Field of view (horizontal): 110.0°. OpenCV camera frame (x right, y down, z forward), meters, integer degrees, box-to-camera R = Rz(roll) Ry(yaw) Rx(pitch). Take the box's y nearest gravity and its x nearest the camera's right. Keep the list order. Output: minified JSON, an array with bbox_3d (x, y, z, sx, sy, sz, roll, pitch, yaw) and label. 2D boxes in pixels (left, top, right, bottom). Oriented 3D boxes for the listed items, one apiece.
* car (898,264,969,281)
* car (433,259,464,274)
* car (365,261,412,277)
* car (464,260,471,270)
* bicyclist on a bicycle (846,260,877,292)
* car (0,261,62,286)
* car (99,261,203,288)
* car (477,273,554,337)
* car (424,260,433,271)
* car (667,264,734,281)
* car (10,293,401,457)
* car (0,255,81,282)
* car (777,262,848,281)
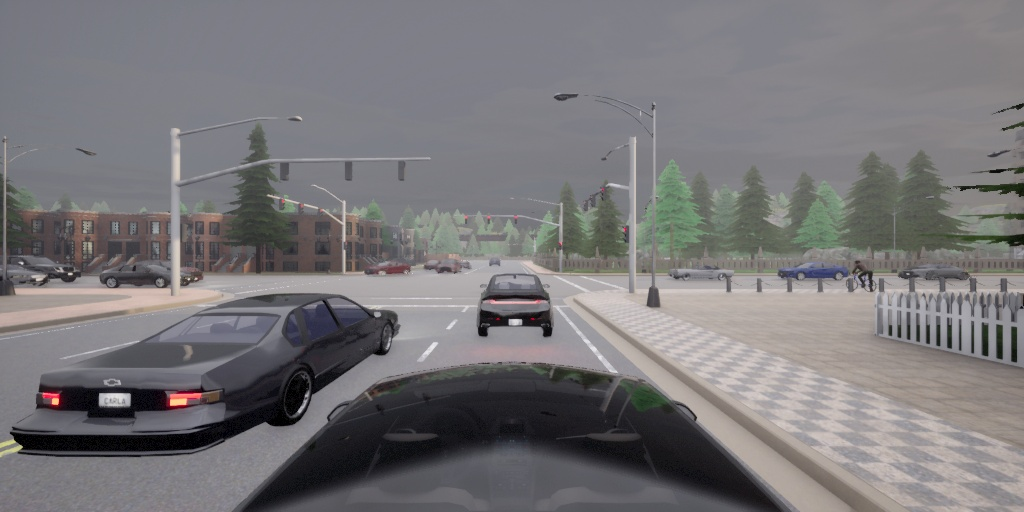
[{"bbox_3d":[34.838,1.314,29.724,4.181,1.385,1.994,0,0,1],"label":"car"},{"bbox_3d":[-7.075,1.102,40.304,2.097,1.767,4.553,0,0,0],"label":"car"},{"bbox_3d":[-12.395,1.227,36.193,1.882,1.535,5.008,1,0,29],"label":"car"},{"bbox_3d":[-7.067,1.314,51.622,1.994,1.385,4.181,0,0,0],"label":"car"},{"bbox_3d":[18.255,1.052,18.777,0.582,1.620,1.656,0,0,0],"label":"bicyclist on a bicycle"},{"bbox_3d":[-32.546,1.242,22.682,4.902,1.511,2.128,0,0,-4],"label":"car"},{"bbox_3d":[-23.181,1.255,22.918,4.892,1.490,1.837,0,0,-3],"label":"car"},{"bbox_3d":[0.084,1.242,10.296,2.128,1.511,4.902,0,0,0],"label":"car"},{"bbox_3d":[-10.578,1.228,48.629,1.882,1.535,5.008,0,0,0],"label":"car"},{"bbox_3d":[15.572,1.351,29.764,4.718,1.301,1.895,0,0,0],"label":"car"},{"bbox_3d":[-3.435,1.297,5.629,2.033,1.411,5.357,0,0,0],"label":"car"},{"bbox_3d":[-35.162,0.971,26.009,5.566,2.045,2.150,0,0,-6],"label":"car"},{"bbox_3d":[24.864,1.228,29.750,5.008,1.535,1.882,0,0,0],"label":"car"}]
